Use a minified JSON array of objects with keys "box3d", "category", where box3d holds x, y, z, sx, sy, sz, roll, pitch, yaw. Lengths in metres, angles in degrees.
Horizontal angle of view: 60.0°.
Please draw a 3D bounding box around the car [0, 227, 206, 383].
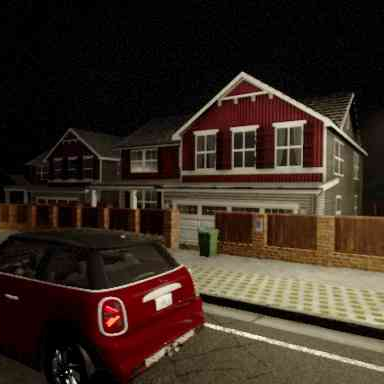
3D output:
[{"box3d":[-2.122,1.354,5.210,4.553,1.767,2.097,0,0,33],"category":"car"}]
